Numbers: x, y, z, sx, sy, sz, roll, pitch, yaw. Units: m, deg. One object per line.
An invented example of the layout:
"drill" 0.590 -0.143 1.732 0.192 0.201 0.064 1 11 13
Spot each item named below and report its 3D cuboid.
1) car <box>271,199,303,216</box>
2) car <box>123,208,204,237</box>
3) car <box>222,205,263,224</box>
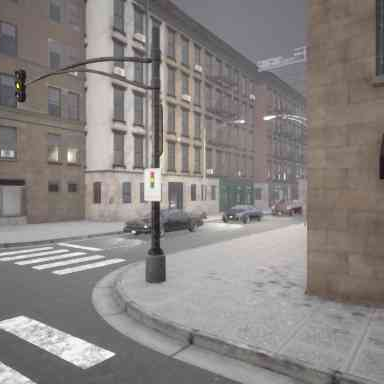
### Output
"car" 9.985 1.538 34.785 2.097 1.767 4.553 0 0 35
"car" -1.383 1.630 18.857 2.033 1.411 5.357 0 0 35
"car" 4.070 1.696 26.499 1.994 1.385 4.181 0 0 36
